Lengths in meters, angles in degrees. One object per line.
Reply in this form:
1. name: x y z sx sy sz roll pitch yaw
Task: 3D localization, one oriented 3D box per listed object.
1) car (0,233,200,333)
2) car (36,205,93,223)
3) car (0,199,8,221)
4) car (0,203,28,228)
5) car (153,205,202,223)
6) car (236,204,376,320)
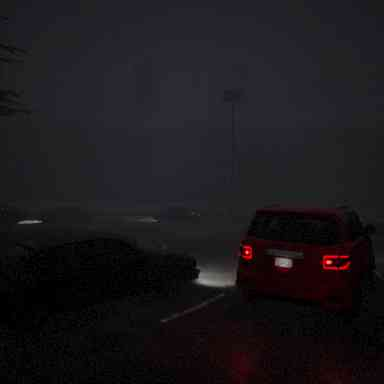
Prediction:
1. car: -2.271 1.592 6.931 5.357 1.411 2.033 1 -1 -44
2. car: -10.065 1.722 26.452 4.181 1.385 1.994 1 -1 -1
3. car: -17.795 1.451 27.334 4.553 1.767 2.097 1 0 -27
4. car: -13.567 1.578 21.967 4.902 1.511 2.128 1 -1 -22
5. car: -1.212 1.811 27.839 4.181 1.385 1.994 0 -1 30
6. car: 2.949 1.321 7.926 2.150 2.045 5.566 1 0 31
